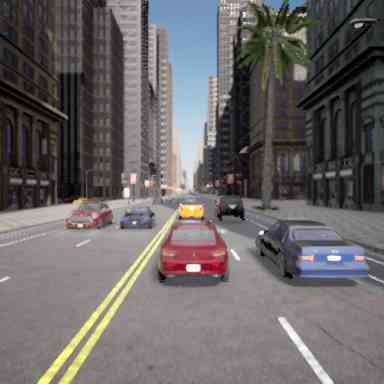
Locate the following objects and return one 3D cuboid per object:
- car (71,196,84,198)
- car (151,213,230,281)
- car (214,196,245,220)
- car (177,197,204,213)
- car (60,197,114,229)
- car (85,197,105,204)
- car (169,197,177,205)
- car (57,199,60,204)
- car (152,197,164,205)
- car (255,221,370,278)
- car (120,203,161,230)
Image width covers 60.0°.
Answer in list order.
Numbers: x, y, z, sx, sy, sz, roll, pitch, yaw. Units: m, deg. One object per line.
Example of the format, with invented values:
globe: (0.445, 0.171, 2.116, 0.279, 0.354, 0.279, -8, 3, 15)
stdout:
car: (-24.149, 2.107, 74.885, 4.829, 1.417, 1.752, -1, 1, 0)
car: (0.045, 1.566, 9.866, 1.812, 1.442, 4.674, 0, 0, 0)
car: (3.226, 1.337, 29.245, 2.150, 2.045, 5.566, 0, 0, 0)
car: (-0.029, 1.470, 29.937, 2.097, 1.767, 4.553, 0, 0, 0)
car: (-6.690, 1.444, 22.142, 2.097, 1.767, 4.553, 0, 0, 0)
car: (-24.324, 2.119, 83.412, 4.507, 1.381, 1.887, -1, 1, 0)
car: (-3.524, 1.761, 66.768, 2.128, 1.511, 4.902, 0, 0, 0)
car: (-34.498, 2.298, 83.405, 4.206, 1.307, 1.802, -1, 1, 0)
car: (-6.773, 1.735, 66.755, 1.837, 1.490, 4.892, 0, 0, 0)
car: (3.295, 1.589, 10.222, 2.033, 1.411, 5.357, 0, 0, 0)
car: (-3.438, 1.654, 21.923, 1.994, 1.385, 4.181, 0, 0, 0)
